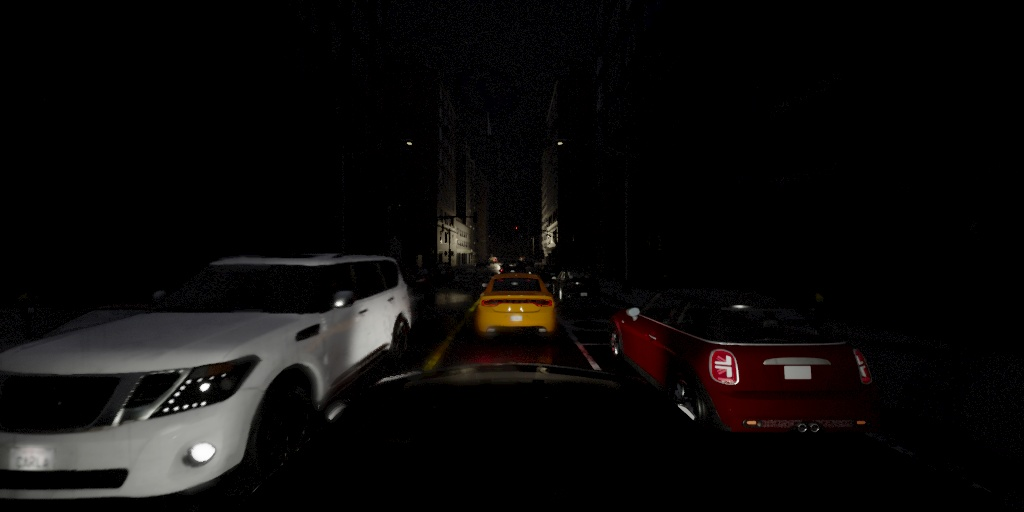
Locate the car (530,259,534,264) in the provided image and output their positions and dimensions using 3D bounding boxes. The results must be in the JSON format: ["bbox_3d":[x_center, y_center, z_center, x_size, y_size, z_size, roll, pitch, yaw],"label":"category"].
[{"bbox_3d":[3.012,1.232,64.621,1.967,1.591,4.097,0,0,0],"label":"car"}]

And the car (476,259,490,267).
[{"bbox_3d":[-5.513,1.374,64.650,1.802,1.307,4.207,0,0,0],"label":"car"}]

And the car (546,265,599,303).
[{"bbox_3d":[2.885,1.301,16.529,2.007,1.370,4.403,0,0,0],"label":"car"}]

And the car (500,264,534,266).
[{"bbox_3d":[0.135,1.315,19.403,1.994,1.385,4.181,0,0,0],"label":"car"}]

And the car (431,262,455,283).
[{"bbox_3d":[-5.619,1.192,27.548,1.967,1.591,4.097,0,0,0],"label":"car"}]

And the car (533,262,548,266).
[{"bbox_3d":[2.906,1.318,27.532,1.948,1.339,4.313,0,0,0],"label":"car"}]

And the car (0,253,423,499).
[{"bbox_3d":[-3.104,0.971,5.103,2.150,2.045,5.566,0,0,1],"label":"car"}]

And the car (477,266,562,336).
[{"bbox_3d":[0.114,1.228,10.414,1.882,1.535,5.008,0,0,0],"label":"car"}]

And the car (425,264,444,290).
[{"bbox_3d":[-5.630,1.333,22.047,1.802,1.307,4.207,0,0,0],"label":"car"}]

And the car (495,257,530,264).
[{"bbox_3d":[0.080,1.105,28.135,2.097,1.767,4.553,0,0,1],"label":"car"}]

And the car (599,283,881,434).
[{"bbox_3d":[2.864,1.190,5.526,1.967,1.591,4.097,0,0,0],"label":"car"}]

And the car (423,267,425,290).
[{"bbox_3d":[-5.640,1.316,16.546,1.948,1.339,4.313,0,0,0],"label":"car"}]
